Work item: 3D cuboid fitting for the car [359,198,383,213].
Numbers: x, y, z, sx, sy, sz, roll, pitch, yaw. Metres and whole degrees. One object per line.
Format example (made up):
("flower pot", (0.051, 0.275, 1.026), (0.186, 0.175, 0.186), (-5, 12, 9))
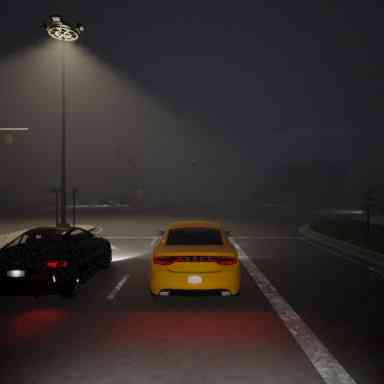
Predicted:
("car", (20.553, 1.564, 36.338), (4.181, 1.385, 1.994), (0, 0, -1))

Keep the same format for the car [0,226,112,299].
("car", (-3.425, 1.564, 8.522), (1.994, 1.385, 4.181), (0, 0, 0))

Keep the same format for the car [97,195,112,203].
("car", (-18.411, 1.500, 69.897), (1.837, 1.490, 4.892), (0, 0, 0))

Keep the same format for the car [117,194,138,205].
("car", (-11.499, 1.547, 58.964), (2.033, 1.411, 5.357), (0, 0, 0))

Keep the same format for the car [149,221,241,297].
("car", (0.076, 1.478, 8.651), (1.882, 1.535, 5.008), (0, 0, 0))

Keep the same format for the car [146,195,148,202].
("car", (-11.400, 1.500, 78.256), (1.837, 1.490, 4.892), (0, 0, 0))

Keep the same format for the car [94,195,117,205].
("car", (-15.003, 1.564, 57.764), (1.994, 1.385, 4.181), (0, 0, 0))

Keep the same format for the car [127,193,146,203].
("car", (-11.418, 1.352, 68.082), (2.097, 1.767, 4.553), (0, 0, 0))

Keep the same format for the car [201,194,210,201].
("car", (3.612, 1.588, 87.499), (1.895, 1.301, 4.718), (0, 0, 0))

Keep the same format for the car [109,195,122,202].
("car", (-18.398, 1.500, 80.076), (1.837, 1.490, 4.892), (0, 0, 0))

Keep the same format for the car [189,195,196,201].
("car", (0.111, 1.491, 87.057), (1.837, 1.490, 4.892), (0, 0, 0))

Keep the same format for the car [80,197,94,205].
("car", (-18.484, 1.601, 59.747), (1.895, 1.301, 4.718), (0, 0, 0))

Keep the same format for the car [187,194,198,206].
("car", (0.072, 1.526, 56.447), (1.812, 1.442, 4.674), (0, 0, 0))

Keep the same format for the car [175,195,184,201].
("car", (-3.388, 1.517, 87.478), (1.812, 1.442, 4.674), (0, 0, 0))

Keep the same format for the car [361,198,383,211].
("car", (23.121, 1.505, 39.862), (4.892, 1.490, 1.837), (0, 0, -1))
